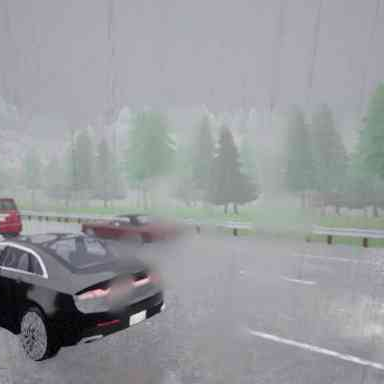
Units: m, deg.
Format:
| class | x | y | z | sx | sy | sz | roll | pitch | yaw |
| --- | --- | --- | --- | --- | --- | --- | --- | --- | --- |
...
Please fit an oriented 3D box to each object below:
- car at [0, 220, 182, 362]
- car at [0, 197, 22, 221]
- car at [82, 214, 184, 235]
| class | x | y | z | sx | sy | sz | roll | pitch | yaw |
| --- | --- | --- | --- | --- | --- | --- | --- | --- | --- |
| car | -2.707 | 1.495 | 5.926 | 4.902 | 1.511 | 2.128 | 0 | 0 | 36 |
| car | -10.128 | 1.231 | 15.409 | 5.566 | 2.045 | 2.150 | 0 | 0 | 35 |
| car | -2.756 | 1.606 | 14.550 | 4.718 | 1.301 | 1.895 | 0 | 0 | 35 |
